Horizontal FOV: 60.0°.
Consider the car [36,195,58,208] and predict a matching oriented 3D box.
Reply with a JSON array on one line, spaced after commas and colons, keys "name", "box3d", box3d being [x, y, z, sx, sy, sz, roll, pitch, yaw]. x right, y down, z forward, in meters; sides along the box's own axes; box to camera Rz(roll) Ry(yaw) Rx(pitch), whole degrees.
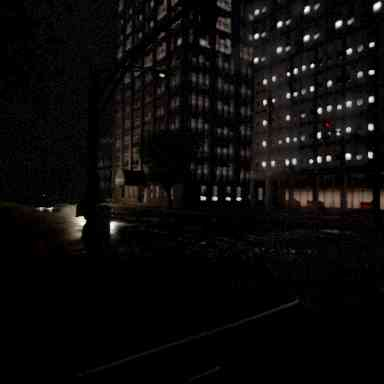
[{"name": "car", "box3d": [-21.511, 1.492, 48.425, 2.033, 1.411, 5.357, 1, -1, -32]}]

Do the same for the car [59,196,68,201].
[{"name": "car", "box3d": [-32.464, 1.657, 83.672, 1.994, 1.385, 4.181, 1, -1, -33]}]

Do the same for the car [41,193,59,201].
[{"name": "car", "box3d": [-34.976, 1.560, 81.570, 2.128, 1.511, 4.902, 1, -1, -33]}]

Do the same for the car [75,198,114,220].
[{"name": "car", "box3d": [-7.947, 1.314, 27.097, 2.097, 1.767, 4.553, 1, -1, -33]}]

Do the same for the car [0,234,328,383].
[{"name": "car", "box3d": [-0.918, 1.351, 2.861, 4.553, 1.767, 2.097, 0, 0, -35]}]
